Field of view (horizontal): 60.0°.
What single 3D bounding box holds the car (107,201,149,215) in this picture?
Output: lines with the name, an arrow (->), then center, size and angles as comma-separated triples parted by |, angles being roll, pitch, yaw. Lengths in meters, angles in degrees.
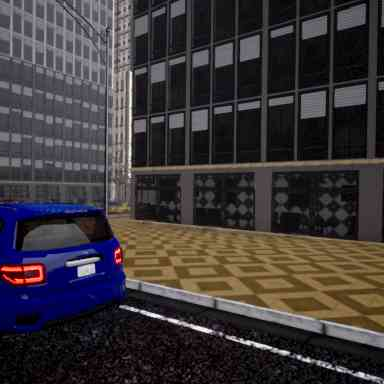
car -> -7.365, 1.829, 38.752 | 1.752, 1.417, 4.829 | 1, 0, 36

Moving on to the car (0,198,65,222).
car -> -14.162, 1.518, 29.541 | 2.192, 1.841, 5.009 | 1, 0, 36

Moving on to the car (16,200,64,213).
car -> -17.660, 1.642, 38.916 | 1.752, 1.417, 4.829 | 1, 0, 36

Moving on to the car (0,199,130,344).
car -> -3.716, 1.218, 6.333 | 5.566, 2.045, 2.150 | 0, 0, 35

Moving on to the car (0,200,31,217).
car -> -18.861, 1.614, 32.917 | 1.837, 1.490, 4.892 | 1, 0, 36

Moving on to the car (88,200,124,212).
car -> -11.150, 1.786, 43.357 | 1.994, 1.385, 4.181 | 1, 0, 36
